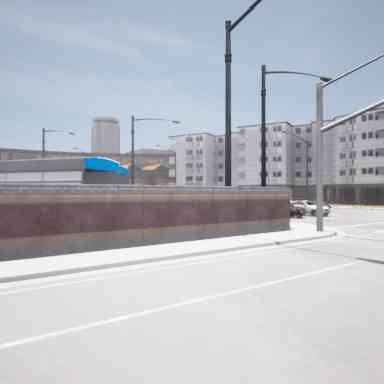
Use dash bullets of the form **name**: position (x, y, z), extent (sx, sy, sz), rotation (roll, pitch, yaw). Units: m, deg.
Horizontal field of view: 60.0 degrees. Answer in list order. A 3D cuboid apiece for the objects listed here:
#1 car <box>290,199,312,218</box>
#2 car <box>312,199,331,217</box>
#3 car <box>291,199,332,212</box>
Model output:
- **car**: position (7.848, 1.504, 29.722), extent (1.837, 1.490, 4.892), rotation (0, 0, -35)
- **car**: position (10.791, 1.525, 31.646), extent (1.812, 1.442, 4.674), rotation (0, 0, -36)
- **car**: position (14.107, 1.562, 39.433), extent (1.994, 1.385, 4.181), rotation (0, 0, -36)
